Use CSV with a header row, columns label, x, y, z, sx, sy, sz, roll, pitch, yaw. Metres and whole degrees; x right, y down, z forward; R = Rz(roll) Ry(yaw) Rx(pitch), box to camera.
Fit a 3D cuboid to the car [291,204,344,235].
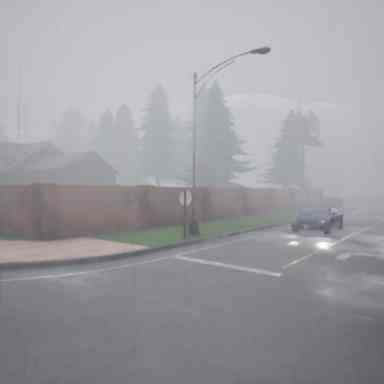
label,x,y,z,sx,sy,sz,roll,pitch,yaw
car,7.017,1.421,18.271,1.812,1.442,4.674,1,1,37
